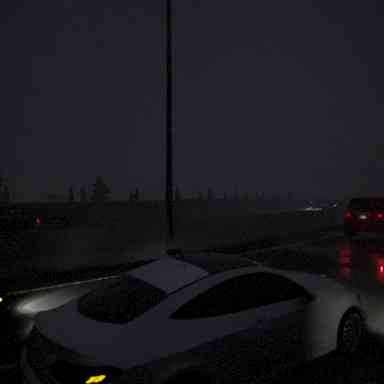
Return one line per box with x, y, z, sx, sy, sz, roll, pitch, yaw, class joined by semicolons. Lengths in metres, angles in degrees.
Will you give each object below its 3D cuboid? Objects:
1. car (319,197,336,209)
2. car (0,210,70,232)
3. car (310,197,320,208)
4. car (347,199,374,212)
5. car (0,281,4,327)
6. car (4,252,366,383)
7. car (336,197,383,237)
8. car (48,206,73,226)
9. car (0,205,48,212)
18.951;1.602;43.869;1.837;1.490;4.892;0;0;41;car
-7.431;1.586;11.674;5.357;1.411;2.033;0;0;-36;car
19.363;1.465;49.656;2.097;1.767;4.553;0;0;41;car
20.456;1.613;40.269;1.812;1.442;4.674;0;0;41;car
-5.401;1.564;4.247;5.357;1.411;2.033;0;0;-35;car
0.400;1.538;4.291;4.674;1.442;1.812;0;0;-37;car
9.830;1.259;17.422;2.150;2.045;5.566;0;0;44;car
-9.407;1.564;19.036;4.892;1.490;1.837;0;0;-39;car
-9.224;1.400;14.802;4.553;1.767;2.097;0;0;-37;car
